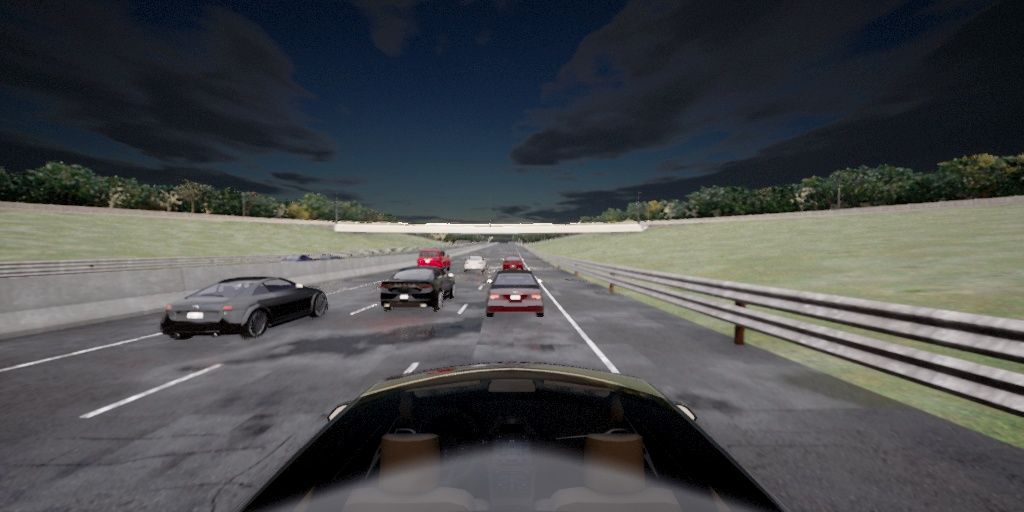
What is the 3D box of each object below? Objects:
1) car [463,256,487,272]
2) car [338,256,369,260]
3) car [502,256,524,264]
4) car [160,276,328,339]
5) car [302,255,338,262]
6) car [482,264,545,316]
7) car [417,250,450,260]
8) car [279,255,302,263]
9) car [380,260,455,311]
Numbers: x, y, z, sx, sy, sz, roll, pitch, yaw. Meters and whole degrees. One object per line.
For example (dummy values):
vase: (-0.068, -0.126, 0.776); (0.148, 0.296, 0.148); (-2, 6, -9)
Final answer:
car: (-3.398, 0.746, 33.986); (1.812, 1.442, 4.674); (0, 1, 0)
car: (-17.590, 0.662, 41.030); (1.895, 1.301, 4.718); (0, 1, 0)
car: (0.097, 0.687, 34.421); (1.882, 1.535, 5.008); (0, 1, 0)
car: (-6.901, 1.239, 9.815); (1.994, 1.385, 4.181); (0, 1, 0)
car: (-21.091, 0.614, 40.835); (2.033, 1.411, 5.357); (0, 1, 0)
car: (0.098, 1.185, 12.688); (2.033, 1.411, 5.357); (0, 1, 0)
car: (-6.898, 0.485, 31.963); (2.150, 2.045, 5.566); (0, 1, 0)
car: (-24.587, 0.590, 40.938); (1.812, 1.442, 4.674); (0, 2, 0)
car: (-3.399, 1.099, 13.763); (1.882, 1.535, 5.008); (0, 1, 0)
